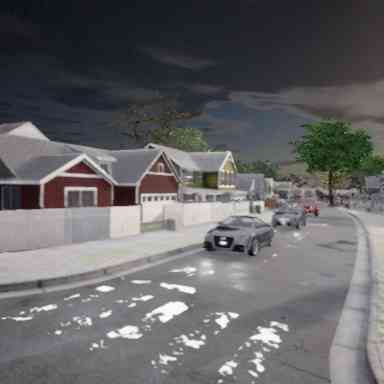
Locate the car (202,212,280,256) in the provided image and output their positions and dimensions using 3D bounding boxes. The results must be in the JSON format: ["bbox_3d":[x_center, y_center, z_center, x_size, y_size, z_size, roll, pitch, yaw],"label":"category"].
[{"bbox_3d":[2.055,1.701,13.929,1.994,1.385,4.181,1,0,28],"label":"car"}]

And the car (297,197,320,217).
[{"bbox_3d":[13.105,1.647,37.548,2.150,2.045,5.566,1,0,22],"label":"car"}]

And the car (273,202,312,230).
[{"bbox_3d":[6.985,1.744,23.746,2.128,1.511,4.902,1,0,26],"label":"car"}]
